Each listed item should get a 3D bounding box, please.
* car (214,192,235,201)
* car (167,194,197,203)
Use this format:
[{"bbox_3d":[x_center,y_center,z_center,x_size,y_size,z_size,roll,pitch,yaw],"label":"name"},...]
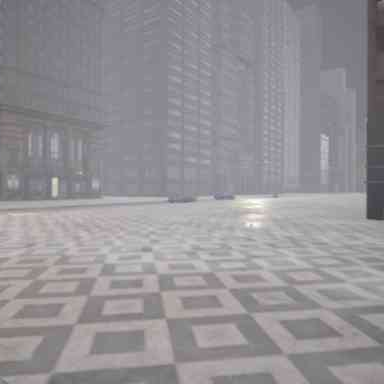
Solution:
[{"bbox_3d":[5.798,0.770,58.944,1.882,1.535,5.008,0,1,35],"label":"car"},{"bbox_3d":[-1.411,0.953,48.786,2.033,1.411,5.357,0,1,36],"label":"car"}]
